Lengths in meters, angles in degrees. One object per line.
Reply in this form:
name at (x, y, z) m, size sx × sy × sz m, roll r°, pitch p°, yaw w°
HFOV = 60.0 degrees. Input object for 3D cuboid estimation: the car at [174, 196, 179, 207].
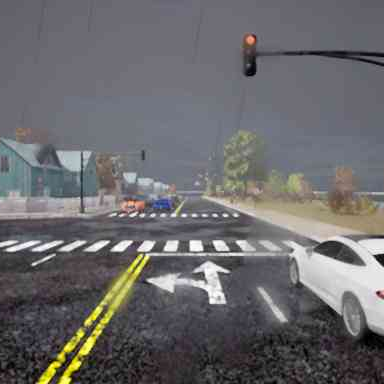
car at (-3.552, 1.539, 50.681) m, size 2.128 × 1.511 × 4.902 m, roll 0°, pitch 0°, yaw 0°

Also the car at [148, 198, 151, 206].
car at (-6.800, 1.603, 52.834) m, size 2.033 × 1.411 × 5.357 m, roll 0°, pitch 0°, yaw 0°

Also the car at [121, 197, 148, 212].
car at (-6.759, 1.385, 38.531) m, size 2.097 × 1.767 × 4.553 m, roll 0°, pitch 0°, yaw 0°

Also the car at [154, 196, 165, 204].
car at (-6.801, 1.614, 69.124) m, size 1.812 × 1.442 × 4.674 m, roll 0°, pitch 0°, yaw 0°

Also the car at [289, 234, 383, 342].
car at (3.323, 1.528, 6.358) m, size 1.812 × 1.442 × 4.674 m, roll 0°, pitch 0°, yaw 0°

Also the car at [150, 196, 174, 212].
car at (-3.515, 1.513, 40.214) m, size 1.882 × 1.535 × 5.008 m, roll 0°, pitch 0°, yaw 0°
